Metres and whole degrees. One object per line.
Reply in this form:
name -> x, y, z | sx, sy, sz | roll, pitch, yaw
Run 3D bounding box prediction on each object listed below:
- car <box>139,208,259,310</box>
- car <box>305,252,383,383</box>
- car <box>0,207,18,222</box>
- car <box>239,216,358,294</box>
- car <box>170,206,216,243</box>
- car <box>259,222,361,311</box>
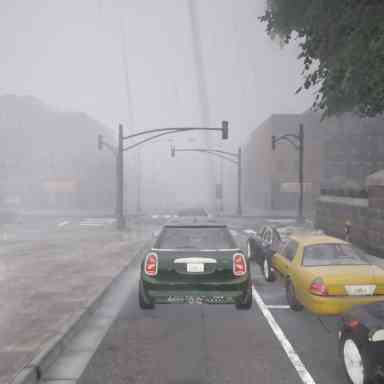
car -> 0.077, 1.350, 7.986 | 2.097, 1.767, 4.553 | 0, 0, 0
car -> 2.625, 1.550, 2.443 | 2.008, 1.369, 4.403 | -1, 0, 0
car -> -14.725, 1.427, 23.081 | 4.892, 1.490, 1.837 | 1, 1, 0
car -> 2.665, 1.549, 9.579 | 2.008, 1.369, 4.403 | -1, 0, 0
car -> 0.036, 1.556, 17.421 | 2.033, 1.411, 5.357 | 0, 0, 0
car -> 2.685, 1.524, 7.605 | 1.752, 1.417, 4.829 | -1, 0, 0
